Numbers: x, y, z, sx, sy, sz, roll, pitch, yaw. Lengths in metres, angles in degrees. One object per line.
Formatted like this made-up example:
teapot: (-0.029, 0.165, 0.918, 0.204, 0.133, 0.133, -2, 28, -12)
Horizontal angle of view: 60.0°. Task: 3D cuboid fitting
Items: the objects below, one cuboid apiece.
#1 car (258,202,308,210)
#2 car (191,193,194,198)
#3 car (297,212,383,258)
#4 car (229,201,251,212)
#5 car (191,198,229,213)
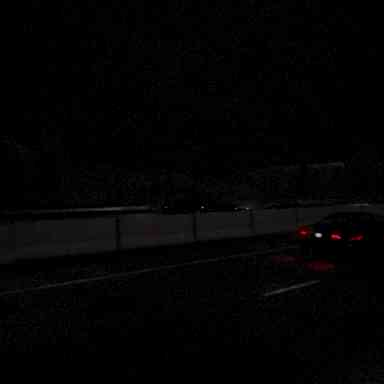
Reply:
car: (7.394, 1.419, 26.429, 4.181, 1.385, 1.994, 0, 0, -35)
car: (-0.265, 1.088, 33.869, 5.566, 2.045, 2.150, 0, 0, -35)
car: (6.233, 1.465, 12.476, 5.357, 1.411, 2.033, 0, 0, -35)
car: (5.876, 1.376, 29.645, 4.674, 1.442, 1.812, 0, 0, -35)
car: (2.281, 1.463, 31.385, 4.718, 1.301, 1.895, 0, 0, -35)
